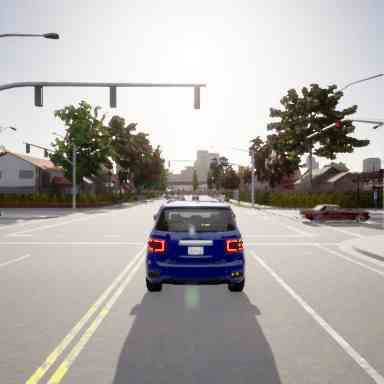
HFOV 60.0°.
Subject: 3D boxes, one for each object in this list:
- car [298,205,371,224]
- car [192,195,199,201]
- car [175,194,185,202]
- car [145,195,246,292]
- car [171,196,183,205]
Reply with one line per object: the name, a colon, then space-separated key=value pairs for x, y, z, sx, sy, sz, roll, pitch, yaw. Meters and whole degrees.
car: x=10.462 y=1.601 z=24.548 sx=4.718 sy=1.301 sz=1.895 roll=0 pitch=0 yaw=1
car: x=0.961 y=1.478 z=88.056 sx=1.882 sy=1.535 sz=5.008 roll=0 pitch=0 yaw=0
car: x=-2.621 y=1.355 z=75.994 sx=2.097 sy=1.767 sz=4.553 roll=0 pitch=0 yaw=0
car: x=0.074 y=1.222 z=9.098 sx=2.150 sy=2.045 sz=5.566 roll=0 pitch=0 yaw=0
car: x=-2.781 y=1.562 z=62.089 sx=1.994 sy=1.385 sz=4.181 roll=0 pitch=0 yaw=1
